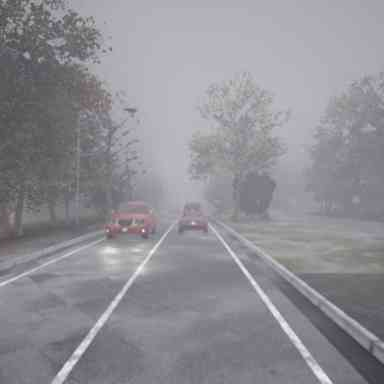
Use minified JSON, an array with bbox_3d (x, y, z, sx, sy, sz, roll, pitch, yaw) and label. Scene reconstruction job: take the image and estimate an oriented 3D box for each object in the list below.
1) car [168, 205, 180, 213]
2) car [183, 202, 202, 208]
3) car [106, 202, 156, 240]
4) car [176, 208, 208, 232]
[{"bbox_3d":[-3.305,3.140,61.154,2.128,1.511,4.902,0,-1,1],"label":"car"},{"bbox_3d":[0.064,2.267,40.462,2.150,2.045,5.566,0,-2,0],"label":"car"},{"bbox_3d":[-3.370,1.592,19.432,2.150,2.045,5.566,0,-2,0],"label":"car"},{"bbox_3d":[0.077,2.057,23.644,1.994,1.385,4.181,0,-2,0],"label":"car"}]
